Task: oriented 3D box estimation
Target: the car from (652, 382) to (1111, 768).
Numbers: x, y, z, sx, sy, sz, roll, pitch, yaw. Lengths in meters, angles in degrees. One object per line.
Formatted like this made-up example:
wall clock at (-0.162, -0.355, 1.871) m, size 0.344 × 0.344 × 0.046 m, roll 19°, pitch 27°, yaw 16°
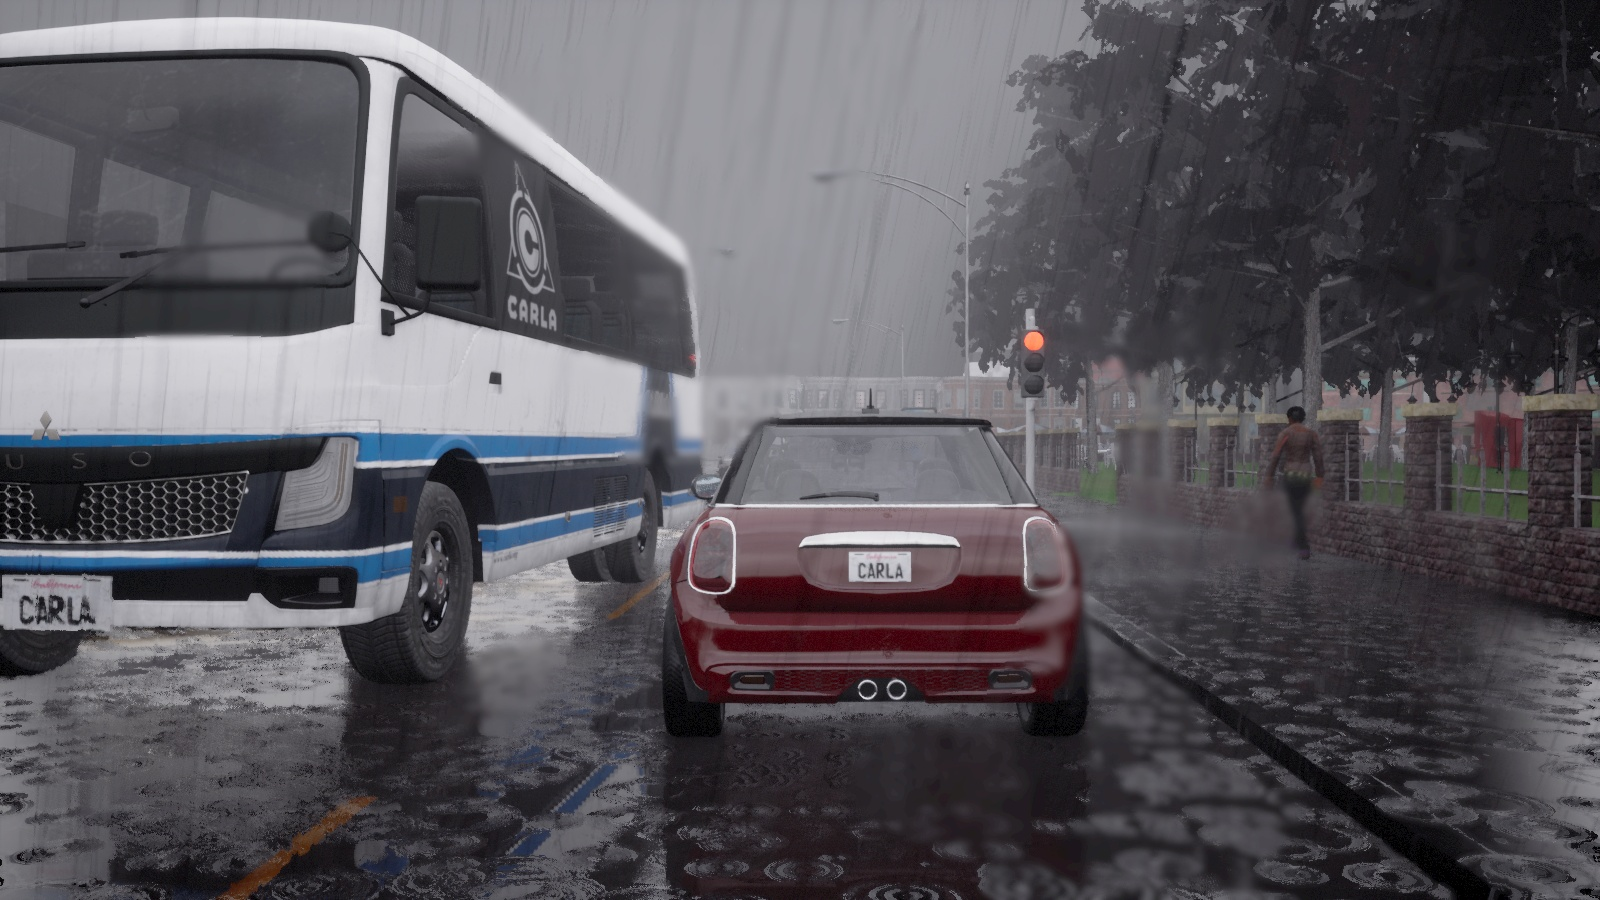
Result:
car at (0.361, 0.560, 8.016) m, size 2.097 × 1.767 × 4.553 m, roll 0°, pitch 0°, yaw 0°

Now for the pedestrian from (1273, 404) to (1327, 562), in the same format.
pedestrian at (5.898, 0.377, 14.835) m, size 0.328 × 1.805 × 0.869 m, roll 0°, pitch 0°, yaw 3°

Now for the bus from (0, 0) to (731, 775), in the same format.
bus at (-3.404, -0.695, 10.964) m, size 3.944 × 4.253 × 10.273 m, roll 0°, pitch 0°, yaw 6°

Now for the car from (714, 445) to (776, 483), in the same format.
car at (-2.120, 0.509, 50.148) m, size 2.033 × 1.411 × 5.357 m, roll 0°, pitch 0°, yaw 2°
